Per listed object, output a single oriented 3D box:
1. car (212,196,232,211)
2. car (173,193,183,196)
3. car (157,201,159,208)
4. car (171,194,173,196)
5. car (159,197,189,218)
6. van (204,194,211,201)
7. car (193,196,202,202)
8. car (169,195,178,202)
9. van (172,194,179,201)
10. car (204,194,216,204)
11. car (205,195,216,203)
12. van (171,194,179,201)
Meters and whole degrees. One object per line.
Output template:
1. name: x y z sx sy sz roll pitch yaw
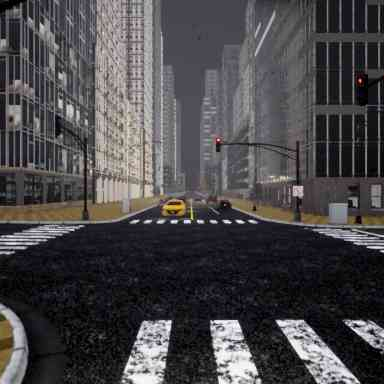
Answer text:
1. car: 3.942 1.579 41.823 1.947 1.339 4.313 0 0 0
2. car: -1.555 1.359 53.392 2.097 1.767 4.553 0 0 0
3. car: -4.009 1.593 47.319 1.802 1.307 4.206 0 0 0
4. car: -4.073 1.564 63.901 1.947 1.339 4.313 0 0 0
5. car: -1.561 1.496 30.797 1.882 1.535 5.008 0 0 2
6. van: 3.743 1.321 80.515 1.690 1.788 3.998 0 0 0
7. car: 1.219 1.529 72.936 2.033 1.411 5.357 0 0 0
8. car: -4.116 1.426 74.957 1.967 1.590 4.097 0 0 0
9. van: -4.158 1.315 86.012 1.690 1.788 3.998 0 0 0
10. car: 3.807 1.313 63.931 2.192 1.841 5.009 0 0 0
11. car: 3.786 1.432 69.460 1.967 1.590 4.097 0 0 0
12. van: -4.137 1.321 80.484 1.690 1.788 3.998 0 0 0
